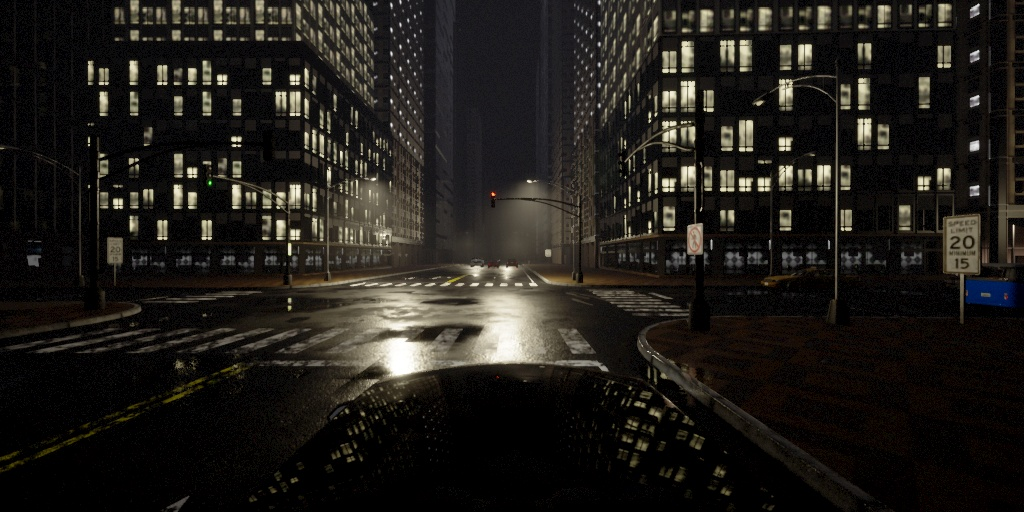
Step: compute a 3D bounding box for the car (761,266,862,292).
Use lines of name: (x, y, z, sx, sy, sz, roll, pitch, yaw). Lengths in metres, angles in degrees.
car: (17.091, 1.293, 20.603, 4.829, 1.417, 1.751, 0, 0, 2)

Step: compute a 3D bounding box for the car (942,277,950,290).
car: (26.925, 1.356, 20.117, 4.207, 1.307, 1.802, 0, 0, 2)

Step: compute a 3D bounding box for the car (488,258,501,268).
car: (-3.240, 1.460, 63.220, 1.895, 1.301, 4.718, 0, 0, 0)

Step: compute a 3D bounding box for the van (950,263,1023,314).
van: (18.360, 1.119, 12.431, 3.998, 1.789, 1.690, 0, 0, 2)

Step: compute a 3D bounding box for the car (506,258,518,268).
car: (0.011, 1.212, 63.577, 2.097, 1.767, 4.553, 0, 0, 0)
